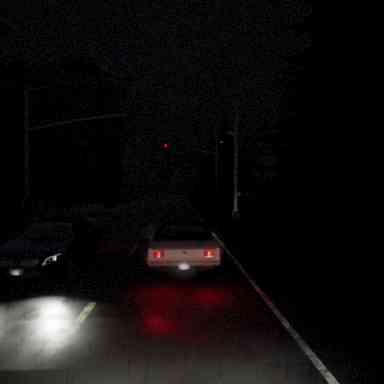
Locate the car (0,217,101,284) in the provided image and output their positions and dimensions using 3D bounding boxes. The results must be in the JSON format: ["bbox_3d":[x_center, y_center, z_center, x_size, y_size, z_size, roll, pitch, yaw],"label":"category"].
[{"bbox_3d":[-3.896,1.475,9.556,1.812,1.442,4.674,0,0,-2],"label":"car"}]

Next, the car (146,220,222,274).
[{"bbox_3d":[-0.277,1.535,10.364,1.895,1.301,4.718,0,0,-2],"label":"car"}]
